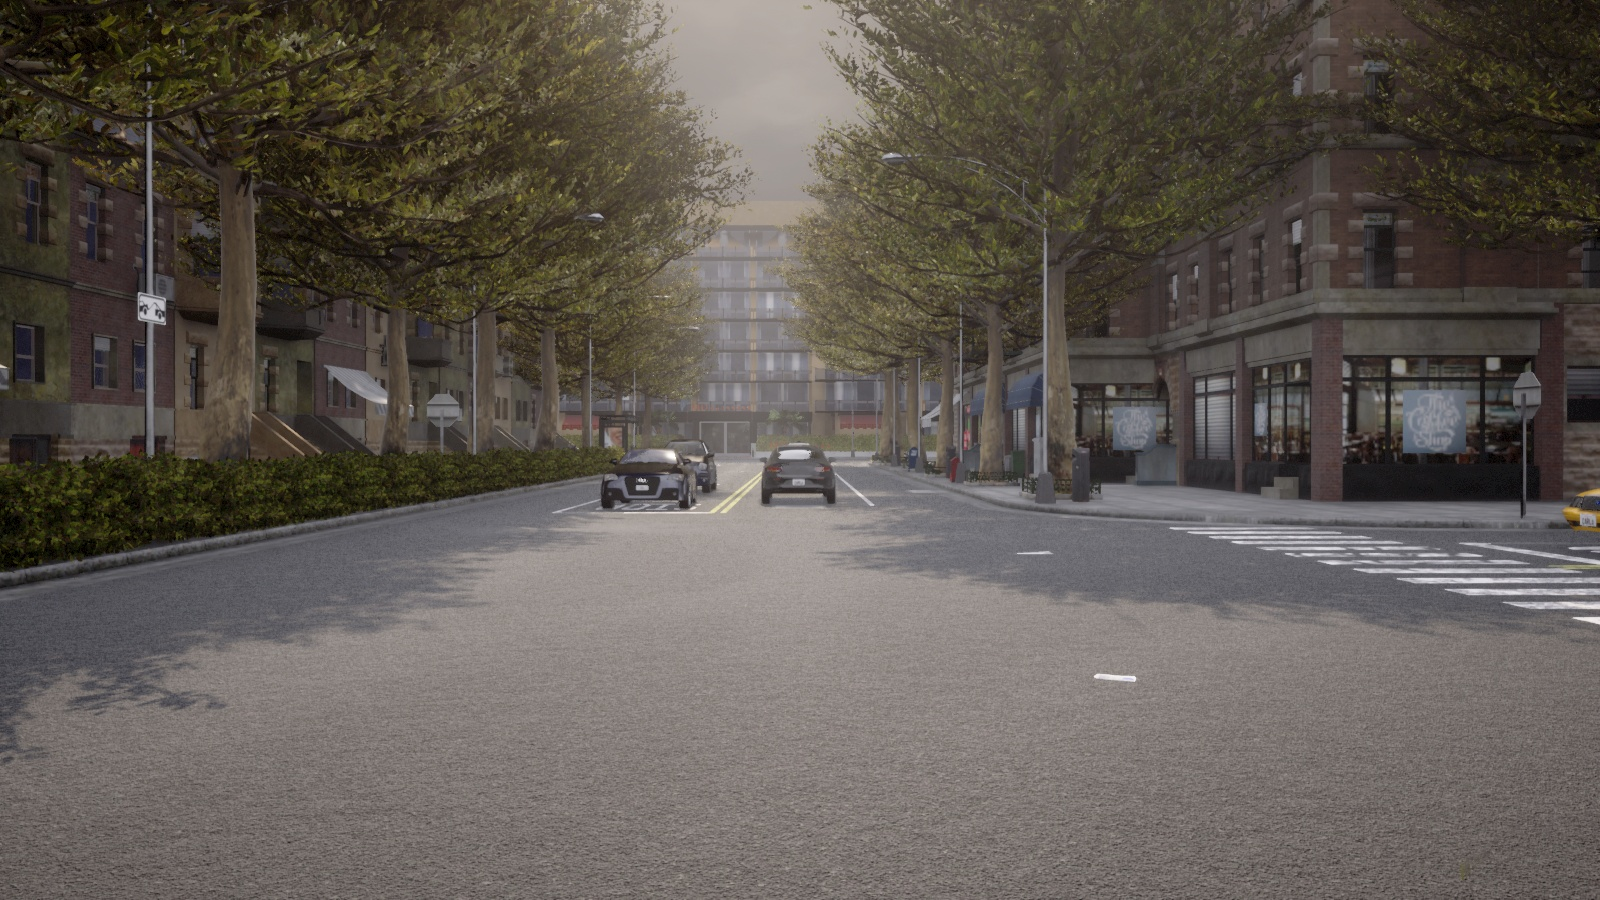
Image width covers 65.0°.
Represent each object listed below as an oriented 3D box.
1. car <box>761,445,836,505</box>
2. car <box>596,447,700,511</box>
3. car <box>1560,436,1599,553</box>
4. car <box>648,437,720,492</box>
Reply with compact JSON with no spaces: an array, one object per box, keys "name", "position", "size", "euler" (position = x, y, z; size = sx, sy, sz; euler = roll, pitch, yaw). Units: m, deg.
[{"name":"car","position":[-0.049,0.589,32.508],"size":[1.812,1.442,4.674],"euler":[0,0,0]},{"name":"car","position":[-3.515,0.639,29.804],"size":[1.994,1.385,4.181],"euler":[0,0,0]},{"name":"car","position":[13.403,0.601,16.829],"size":[5.366,1.575,1.801],"euler":[0,0,-1]},{"name":"car","position":[-3.528,0.422,38.868],"size":[1.851,1.617,3.988],"euler":[0,0,0]}]
